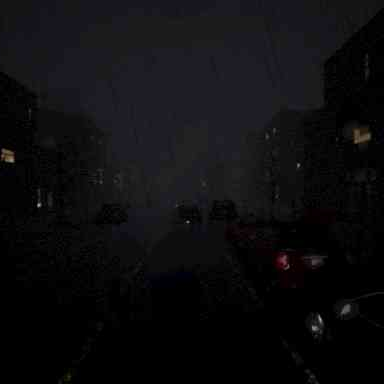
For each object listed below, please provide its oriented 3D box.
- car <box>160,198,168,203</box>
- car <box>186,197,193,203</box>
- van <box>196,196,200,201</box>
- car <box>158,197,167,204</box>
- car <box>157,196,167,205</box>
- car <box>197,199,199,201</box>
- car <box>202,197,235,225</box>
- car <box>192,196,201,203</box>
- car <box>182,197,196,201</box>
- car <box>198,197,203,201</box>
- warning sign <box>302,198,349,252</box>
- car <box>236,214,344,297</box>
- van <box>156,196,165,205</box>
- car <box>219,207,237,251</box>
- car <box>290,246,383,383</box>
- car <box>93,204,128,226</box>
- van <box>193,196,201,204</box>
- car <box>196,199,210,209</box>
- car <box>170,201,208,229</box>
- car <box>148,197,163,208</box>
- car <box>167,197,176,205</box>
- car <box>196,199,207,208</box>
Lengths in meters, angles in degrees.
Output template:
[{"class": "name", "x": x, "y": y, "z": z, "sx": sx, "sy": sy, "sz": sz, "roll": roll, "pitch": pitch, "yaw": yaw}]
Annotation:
[{"class": "car", "x": -7.290, "y": 2.192, "z": 86.292, "sx": 1.887, "sy": 1.381, "sz": 4.507, "roll": -1, "pitch": 0, "yaw": -1}, {"class": "car", "x": -0.806, "y": 2.161, "z": 92.146, "sx": 1.837, "sy": 1.490, "sz": 4.892, "roll": 0, "pitch": 0, "yaw": -1}, {"class": "van", "x": 1.817, "y": 1.670, "z": 47.623, "sx": 1.690, "sy": 1.788, "sz": 3.998, "roll": -1, "pitch": 0, "yaw": -1}, {"class": "car", "x": -7.187, "y": 2.048, "z": 80.745, "sx": 1.967, "sy": 1.590, "sz": 4.097, "roll": -1, "pitch": 0, "yaw": -1}, {"class": "car", "x": -6.980, "y": 1.844, "z": 69.652, "sx": 2.192, "sy": 1.841, "sz": 5.009, "roll": -1, "pitch": 0, "yaw": -1}, {"class": "car", "x": 1.925, "y": 1.872, "z": 42.074, "sx": 1.802, "sy": 1.307, "sz": 4.206, "roll": -1, "pitch": 0, "yaw": -1}, {"class": "car", "x": 2.233, "y": 1.485, "z": 25.434, "sx": 2.192, "sy": 1.841, "sz": 5.009, "roll": -1, "pitch": 0, "yaw": -1}, {"class": "car", "x": 1.086, "y": 1.921, "z": 86.454, "sx": 2.192, "sy": 1.841, "sz": 5.009, "roll": -1, "pitch": 0, "yaw": -1}, {"class": "car", "x": -0.766, "y": 1.818, "z": 47.322, "sx": 1.882, "sy": 1.535, "sz": 5.008, "roll": 0, "pitch": -1, "yaw": -1}, {"class": "car", "x": 2.027, "y": 1.690, "z": 36.527, "sx": 1.967, "sy": 1.590, "sz": 4.097, "roll": -1, "pitch": 0, "yaw": -1}, {"class": "warning sign", "x": 4.873, "y": 1.178, "z": 12.232, "sx": 1.300, "sy": 1.860, "sz": 1.060, "roll": 0, "pitch": 0, "yaw": -1}, {"class": "car", "x": 2.549, "y": 1.490, "z": 8.791, "sx": 1.967, "sy": 1.590, "sz": 4.097, "roll": -1, "pitch": 0, "yaw": -1}, {"class": "van", "x": -7.084, "y": 1.909, "z": 75.199, "sx": 1.690, "sy": 1.788, "sz": 3.998, "roll": -1, "pitch": 0, "yaw": -1}, {"class": "car", "x": 2.442, "y": 1.617, "z": 14.508, "sx": 1.752, "sy": 1.417, "sz": 4.829, "roll": -1, "pitch": 0, "yaw": -1}, {"class": "car", "x": 2.655, "y": 1.576, "z": 3.243, "sx": 1.947, "sy": 1.339, "sz": 4.313, "roll": -1, "pitch": 0, "yaw": -1}, {"class": "car", "x": -6.143, "y": 1.651, "z": 25.273, "sx": 1.967, "sy": 1.590, "sz": 4.097, "roll": -1, "pitch": 0, "yaw": -1}, {"class": "van", "x": 1.191, "y": 1.908, "z": 80.906, "sx": 1.690, "sy": 1.788, "sz": 3.998, "roll": -1, "pitch": 0, "yaw": -1}, {"class": "car", "x": 1.716, "y": 1.914, "z": 53.168, "sx": 1.887, "sy": 1.381, "sz": 4.507, "roll": -1, "pitch": 0, "yaw": -1}, {"class": "car", "x": -0.302, "y": 1.657, "z": 22.911, "sx": 2.128, "sy": 1.511, "sz": 4.902, "roll": 0, "pitch": 0, "yaw": -1}, {"class": "car", "x": -6.767, "y": 2.000, "z": 58.556, "sx": 2.008, "sy": 1.369, "sz": 4.403, "roll": -1, "pitch": 0, "yaw": -1}, {"class": "car", "x": -4.336, "y": 2.045, "z": 72.456, "sx": 1.812, "sy": 1.442, "sz": 4.674, "roll": 0, "pitch": 0, "yaw": -1}, {"class": "car", "x": 1.611, "y": 1.990, "z": 58.715, "sx": 1.802, "sy": 1.307, "sz": 4.206, "roll": -1, "pitch": 0, "yaw": -1}]
